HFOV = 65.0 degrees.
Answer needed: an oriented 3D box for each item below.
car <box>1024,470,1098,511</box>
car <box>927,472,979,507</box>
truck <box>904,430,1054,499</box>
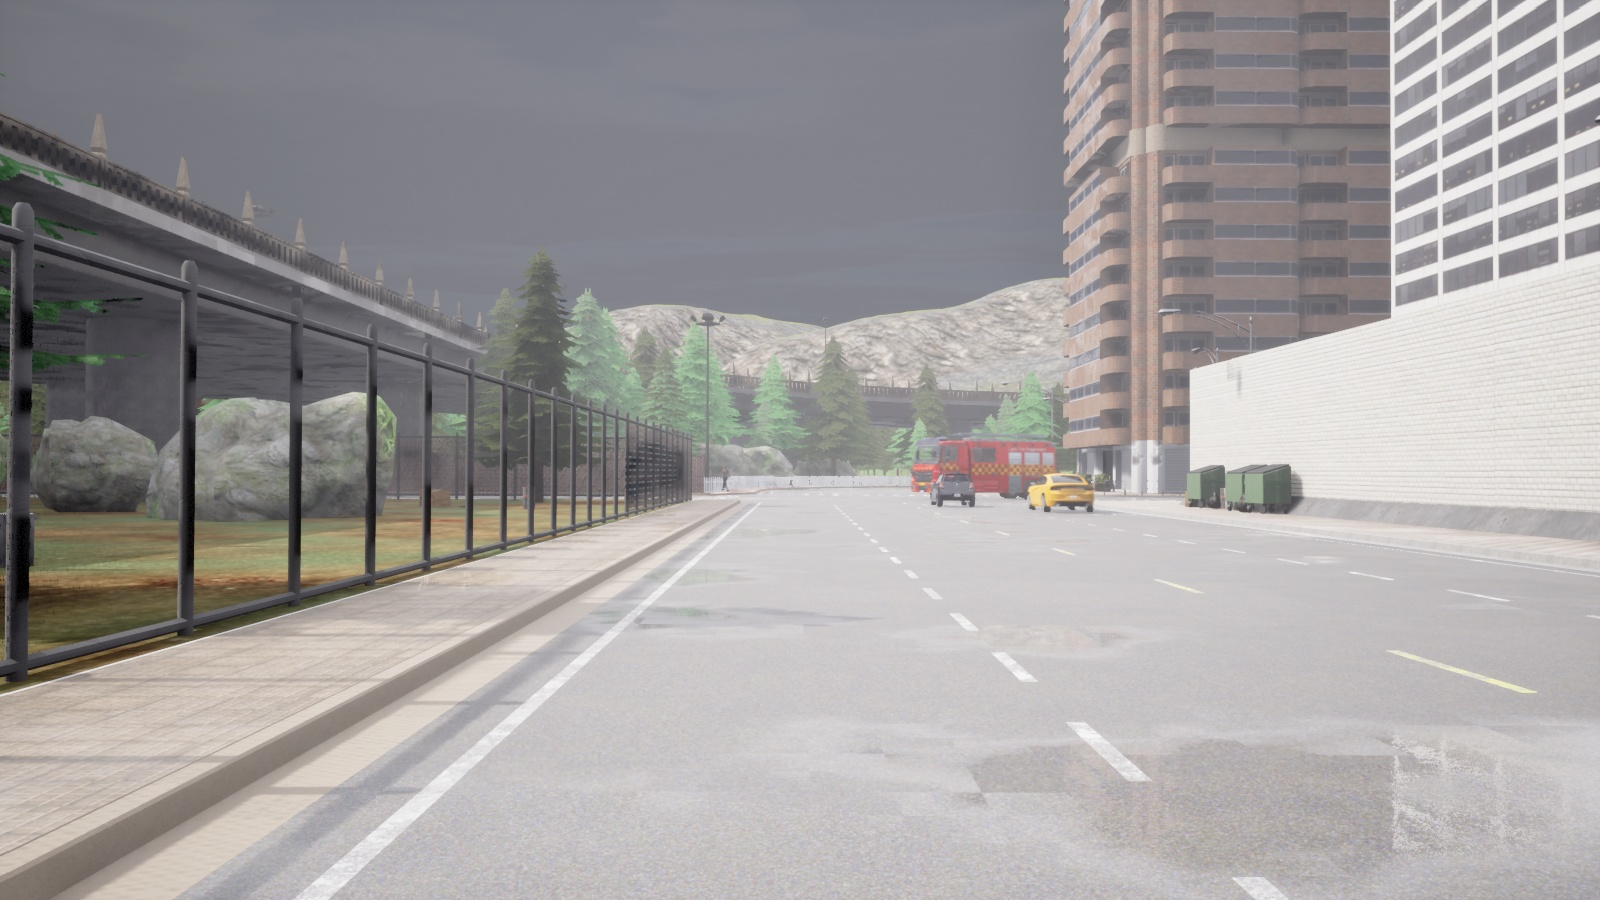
[{"bbox_3d":[10.359,1.591,50.162,1.882,1.535,5.008,0,-1,0],"label":"car"},{"bbox_3d":[6.842,1.746,56.417,1.845,1.501,3.633,0,-1,0],"label":"car"},{"bbox_3d":[10.474,0.876,73.212,8.468,3.827,2.891,0,-1,-26],"label":"truck"}]
